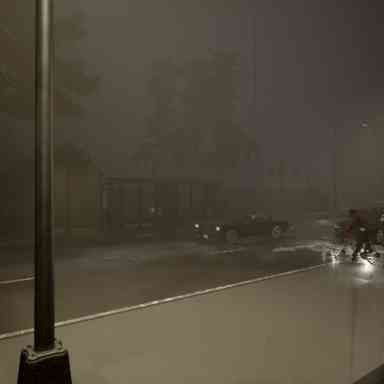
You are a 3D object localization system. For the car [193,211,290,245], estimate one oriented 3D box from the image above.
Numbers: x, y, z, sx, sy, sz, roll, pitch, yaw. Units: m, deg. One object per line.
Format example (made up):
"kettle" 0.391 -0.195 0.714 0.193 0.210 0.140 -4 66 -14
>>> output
"car" 2.386 1.601 15.604 4.718 1.301 1.895 0 0 -36

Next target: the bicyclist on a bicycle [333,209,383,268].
"bicyclist on a bicycle" 4.824 1.307 9.580 0.582 1.620 1.656 0 -2 -38

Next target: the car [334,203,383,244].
"car" 8.744 1.504 15.880 4.892 1.490 1.837 0 0 -36

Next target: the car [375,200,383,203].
"car" 24.467 1.525 39.923 1.812 1.442 4.674 0 0 -36
